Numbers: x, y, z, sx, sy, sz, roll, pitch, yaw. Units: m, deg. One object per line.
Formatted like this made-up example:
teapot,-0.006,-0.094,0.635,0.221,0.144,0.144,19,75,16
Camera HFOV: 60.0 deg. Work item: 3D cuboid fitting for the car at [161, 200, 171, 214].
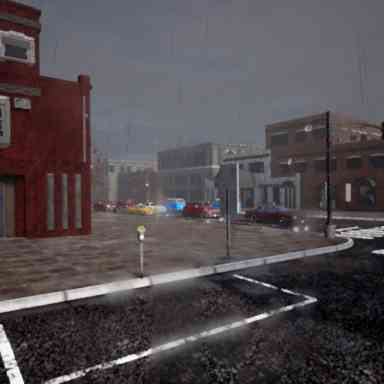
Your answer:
car,-4.969,2.044,42.295,1.812,1.442,4.674,-1,0,-36

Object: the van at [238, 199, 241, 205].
van,4.068,1.699,39.692,1.690,1.788,3.998,-2,0,-36

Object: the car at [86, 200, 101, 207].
car,-22.614,2.586,76.266,1.802,1.307,4.206,-2,0,-36

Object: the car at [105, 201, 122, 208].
car,-15.941,2.424,67.122,1.802,1.307,4.206,-2,0,-36

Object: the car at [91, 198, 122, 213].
car,-12.708,1.995,48.521,2.192,1.841,5.009,-2,0,-36

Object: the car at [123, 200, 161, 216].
car,-5.930,2.041,39.241,1.752,1.417,4.829,-2,0,-36

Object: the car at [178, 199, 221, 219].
car,0.933,1.728,34.189,2.097,1.767,4.553,-1,0,-36

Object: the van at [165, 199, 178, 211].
van,-2.604,1.860,48.835,1.690,1.788,3.998,-2,0,-36

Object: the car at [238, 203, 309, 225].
car,6.536,1.788,26.515,2.033,1.411,5.357,-1,0,-36

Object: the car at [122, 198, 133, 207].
car,-12.613,2.076,62.551,2.192,1.841,5.009,-2,0,-36
